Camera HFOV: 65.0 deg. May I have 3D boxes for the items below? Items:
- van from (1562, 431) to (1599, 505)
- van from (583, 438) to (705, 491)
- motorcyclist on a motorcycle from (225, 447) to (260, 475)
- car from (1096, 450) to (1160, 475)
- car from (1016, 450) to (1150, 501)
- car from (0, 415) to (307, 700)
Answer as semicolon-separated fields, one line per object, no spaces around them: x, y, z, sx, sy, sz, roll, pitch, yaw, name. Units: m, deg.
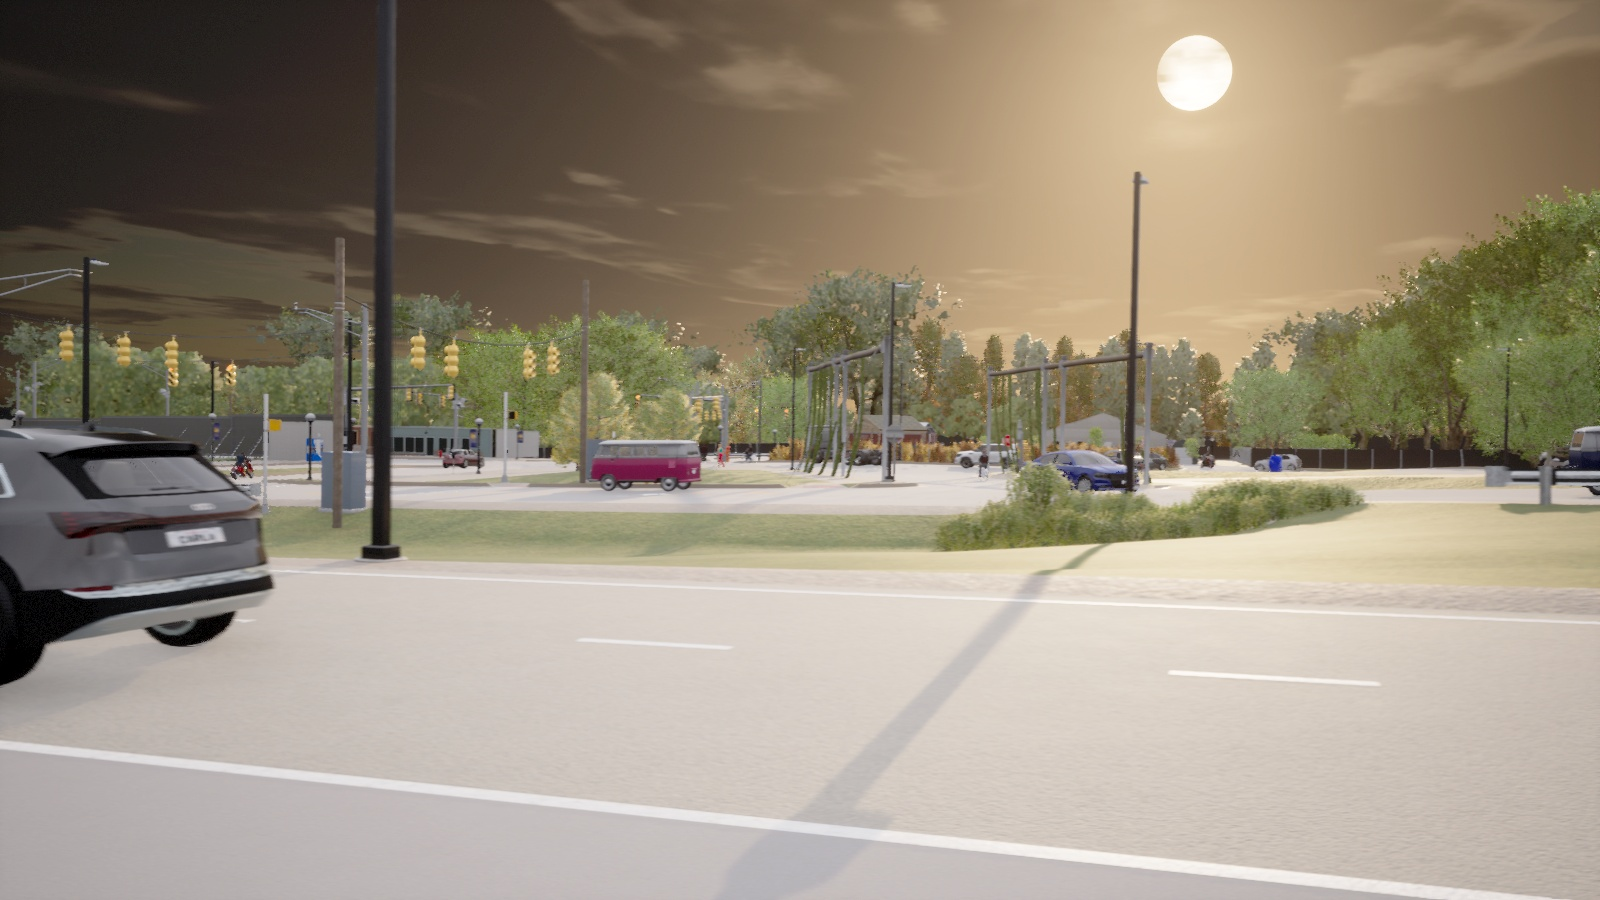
23.515;0.434;34.155;4.442;1.987;1.775;-1;0;19;van
-6.122;0.549;49.407;4.442;1.987;1.775;0;1;18;van
-32.685;0.648;73.664;0.866;1.590;1.817;1;0;16;motorcyclist on a motorcycle
23.231;0.901;89.121;2.242;1.667;4.611;0;-1;-17;car
9.436;0.814;42.372;1.882;1.535;5.008;-1;1;-22;car
-6.224;0.586;8.978;4.856;1.649;2.033;1;1;19;car
